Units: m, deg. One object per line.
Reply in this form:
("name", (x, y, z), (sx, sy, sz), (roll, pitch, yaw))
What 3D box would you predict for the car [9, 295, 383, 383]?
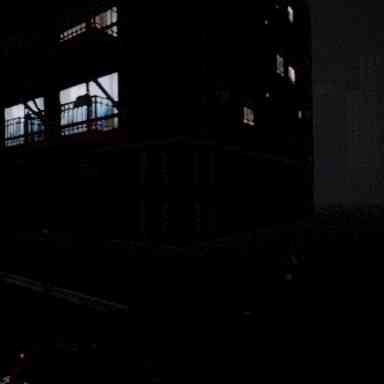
("car", (0.182, 1.585, 2.761), (4.206, 1.307, 1.802), (0, -1, 35))
